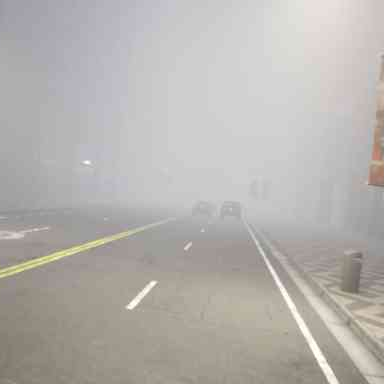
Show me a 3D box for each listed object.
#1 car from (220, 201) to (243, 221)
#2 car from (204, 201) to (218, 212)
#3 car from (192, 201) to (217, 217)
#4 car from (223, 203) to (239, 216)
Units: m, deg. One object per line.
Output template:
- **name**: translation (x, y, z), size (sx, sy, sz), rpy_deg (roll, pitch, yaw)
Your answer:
- **car**: translation (4.323, 1.999, 36.709), size (2.150, 2.045, 5.566), rpy_deg (6, 0, 7)
- **car**: translation (3.064, 2.275, 52.828), size (1.837, 1.490, 4.892), rpy_deg (6, 0, 7)
- **car**: translation (1.344, 1.816, 38.581), size (2.097, 1.767, 4.553), rpy_deg (6, 0, 7)
- **car**: translation (5.613, 2.504, 47.789), size (2.128, 1.511, 4.902), rpy_deg (6, 0, 7)
